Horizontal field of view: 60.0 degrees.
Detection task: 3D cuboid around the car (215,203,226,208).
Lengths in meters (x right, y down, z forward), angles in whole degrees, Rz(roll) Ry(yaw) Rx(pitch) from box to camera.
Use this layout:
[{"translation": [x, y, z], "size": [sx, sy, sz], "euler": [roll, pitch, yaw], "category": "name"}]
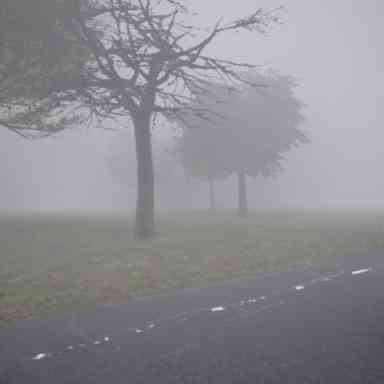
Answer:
[{"translation": [7.416, 3.673, 91.106], "size": [1.812, 1.442, 4.674], "euler": [-2, -1, -28], "category": "car"}]
